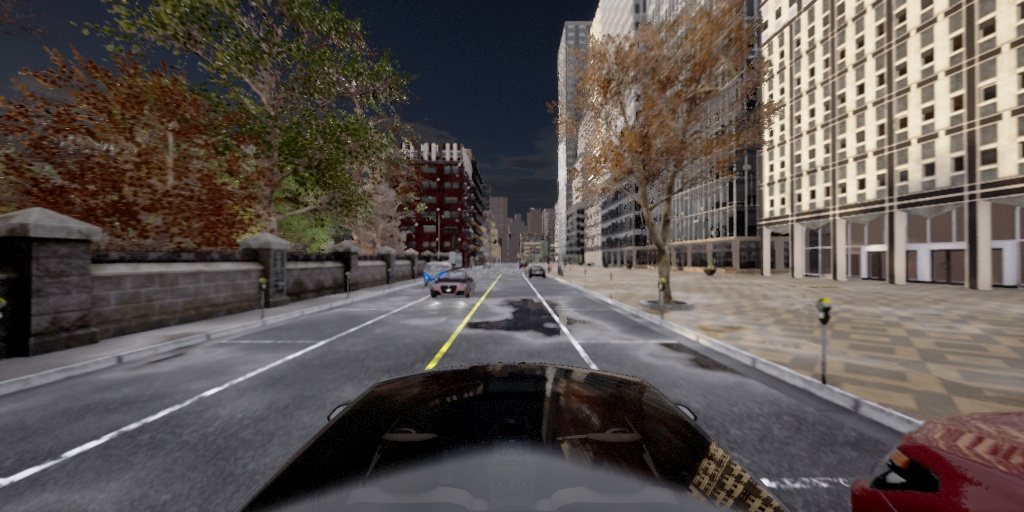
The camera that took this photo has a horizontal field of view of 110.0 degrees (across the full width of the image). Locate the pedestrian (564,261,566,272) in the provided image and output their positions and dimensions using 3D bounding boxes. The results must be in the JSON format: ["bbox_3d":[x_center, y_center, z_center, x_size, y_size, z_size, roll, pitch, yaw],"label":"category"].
[{"bbox_3d":[8.129,1.606,55.583,0.375,1.860,0.375,0,0,0],"label":"pedestrian"}]

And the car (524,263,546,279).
[{"bbox_3d":[2.684,1.717,39.028,1.948,1.339,4.313,0,0,0],"label":"car"}]

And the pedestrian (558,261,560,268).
[{"bbox_3d":[7.129,1.619,54.983,0.375,1.860,0.375,0,0,0],"label":"pedestrian"}]

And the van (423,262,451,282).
[{"bbox_3d":[-5.694,1.367,27.762,1.690,1.789,3.998,0,0,0],"label":"van"}]

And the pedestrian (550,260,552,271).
[{"bbox_3d":[6.128,1.491,56.184,0.375,1.860,0.375,0,0,0],"label":"pedestrian"}]

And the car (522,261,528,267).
[{"bbox_3d":[2.683,1.806,50.462,1.751,1.417,4.829,0,0,0],"label":"car"}]

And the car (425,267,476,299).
[{"bbox_3d":[-3.102,1.501,19.545,1.994,1.385,4.181,0,-1,0],"label":"car"}]
